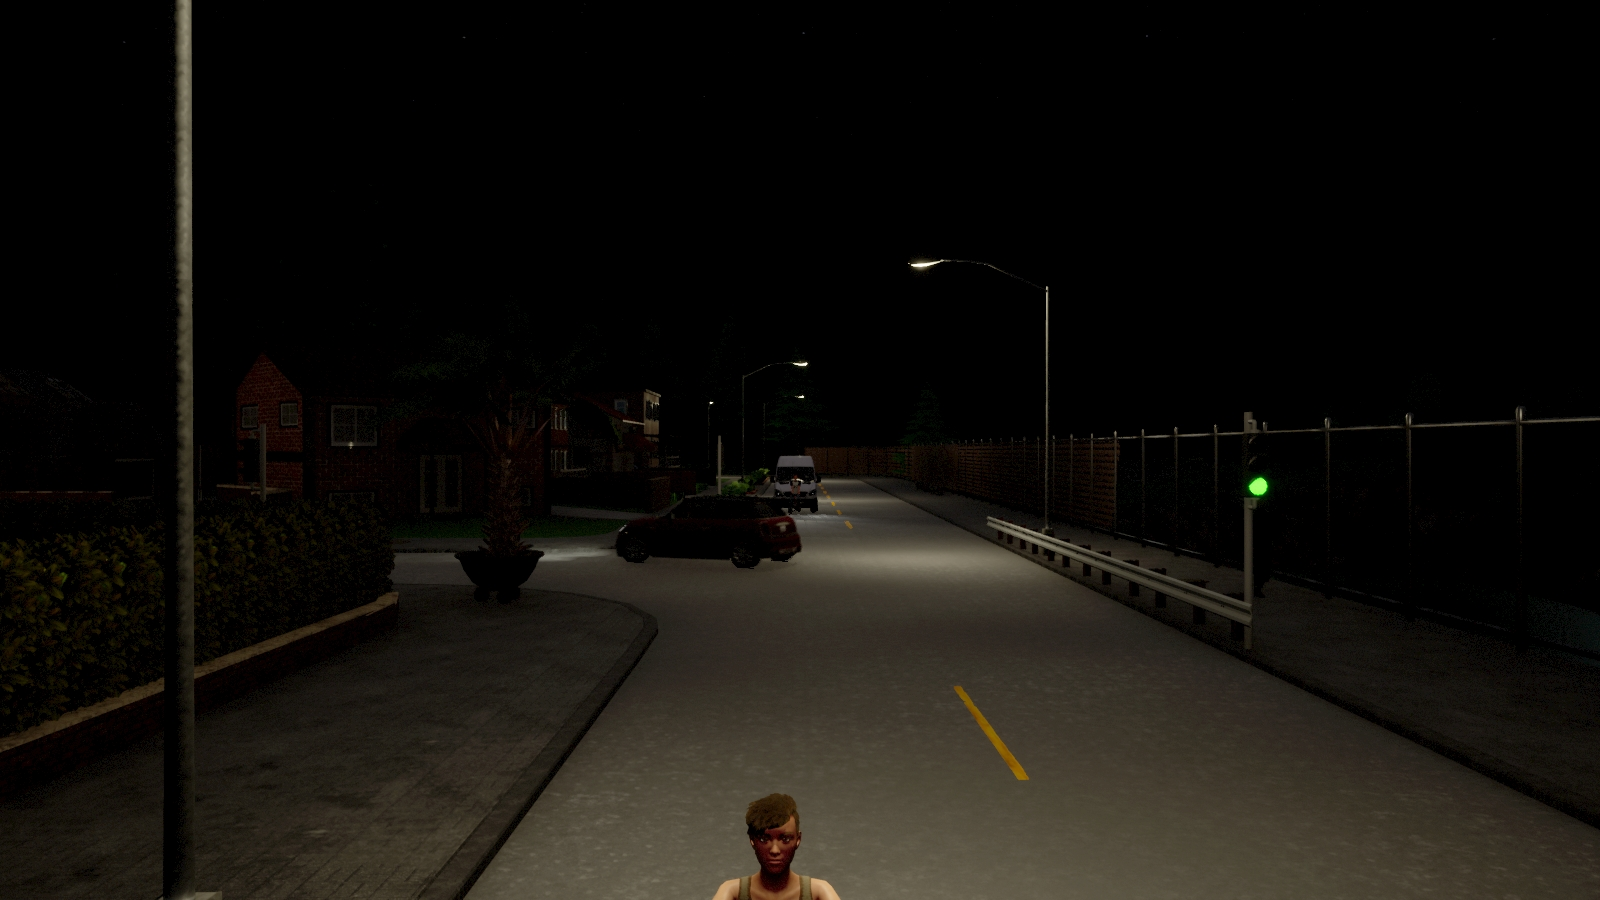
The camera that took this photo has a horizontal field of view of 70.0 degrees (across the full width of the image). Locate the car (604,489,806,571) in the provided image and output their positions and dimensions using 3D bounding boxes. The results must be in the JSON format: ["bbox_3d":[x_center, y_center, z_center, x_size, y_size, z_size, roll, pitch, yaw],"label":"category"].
[{"bbox_3d":[-2.365,1.916,28.400,4.553,1.767,2.097,0,0,25],"label":"car"}]

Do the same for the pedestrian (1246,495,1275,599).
[{"bbox_3d":[8.352,1.752,20.742,0.375,1.860,0.375,0,0,0],"label":"pedestrian"}]

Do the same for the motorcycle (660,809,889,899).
[{"bbox_3d":[-0.084,2.157,3.590,0.764,1.307,2.356,0,0,-1],"label":"motorcycle"}]
